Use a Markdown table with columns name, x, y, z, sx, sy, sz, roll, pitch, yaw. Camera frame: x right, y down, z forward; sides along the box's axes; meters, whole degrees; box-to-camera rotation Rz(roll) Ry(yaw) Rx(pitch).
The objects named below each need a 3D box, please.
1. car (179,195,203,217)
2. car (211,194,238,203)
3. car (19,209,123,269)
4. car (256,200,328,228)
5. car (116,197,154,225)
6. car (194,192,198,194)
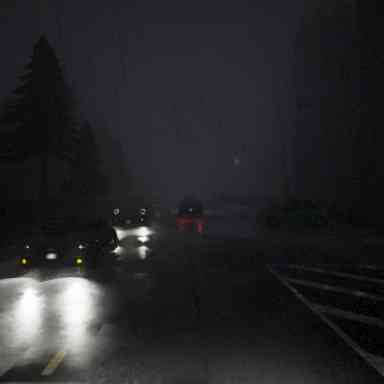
| name | x | y | z | sx | sy | sz | roll | pitch | yaw |
| --- | --- | --- | --- | --- | --- | --- | --- | --- | --- |
| car | -0.111 | 1.217 | 28.334 | 1.882 | 1.535 | 5.008 | 0 | 0 | 0 |
| car | 5.154 | 1.065 | 52.888 | 4.181 | 1.381 | 1.994 | 0 | 1 | -1 |
| car | -3.682 | 1.465 | 10.612 | 1.994 | 1.385 | 4.181 | 0 | 1 | -1 |
| car | 5.898 | 1.300 | 19.885 | 3.988 | 1.617 | 1.851 | 0 | 1 | -1 |
| car | -3.751 | 1.151 | 21.802 | 2.097 | 1.767 | 4.553 | 0 | 0 | 0 |
| car | -0.247 | 1.116 | 44.602 | 1.812 | 1.442 | 4.674 | 0 | 1 | 0 |
